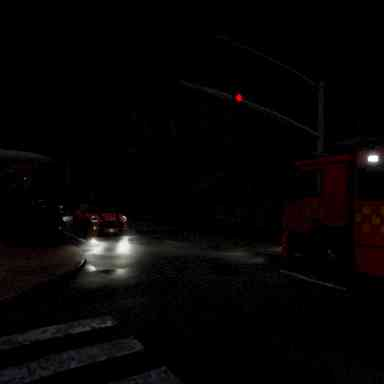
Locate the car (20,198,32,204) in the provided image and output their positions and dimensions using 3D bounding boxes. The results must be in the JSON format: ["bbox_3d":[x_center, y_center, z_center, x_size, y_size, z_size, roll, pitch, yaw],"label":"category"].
[{"bbox_3d":[-24.887,1.633,50.100,1.812,1.442,4.674,2,-1,-32],"label":"car"}]

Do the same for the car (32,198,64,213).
[{"bbox_3d":[-14.198,1.421,33.006,2.097,1.767,4.553,2,-1,-32],"label":"car"}]

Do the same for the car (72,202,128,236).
[{"bbox_3d":[-5.291,1.398,18.895,2.097,1.767,4.553,2,-1,-32],"label":"car"}]

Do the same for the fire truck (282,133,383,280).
[{"bbox_3d":[6.167,0.461,7.538,2.891,3.827,8.468,1,-1,-32],"label":"fire truck"}]
